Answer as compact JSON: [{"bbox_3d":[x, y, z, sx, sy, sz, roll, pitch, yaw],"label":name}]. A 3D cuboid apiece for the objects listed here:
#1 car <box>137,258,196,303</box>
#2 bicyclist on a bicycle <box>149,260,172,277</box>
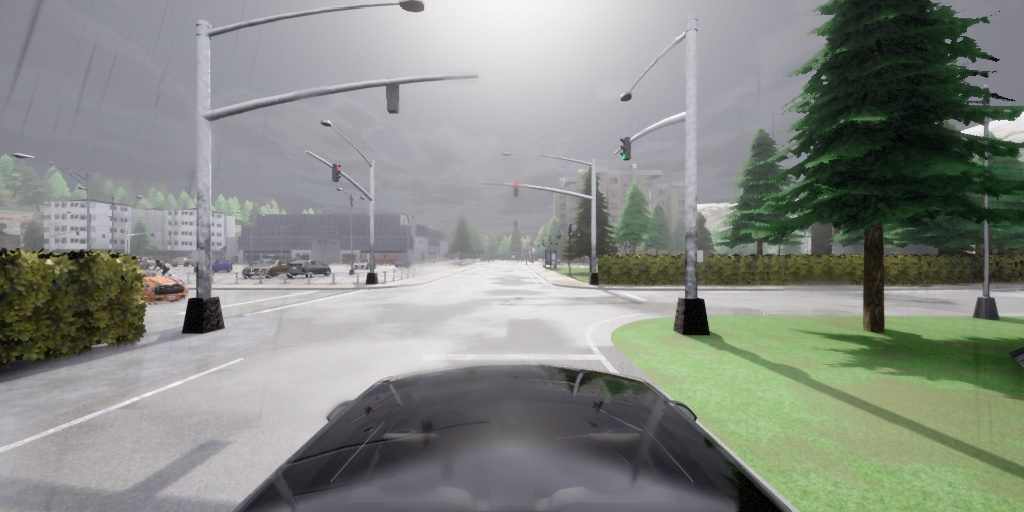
[{"bbox_3d":[-16.047,1.102,14.587,4.553,1.767,2.097,0,0,1],"label":"car"},{"bbox_3d":[-21.759,1.051,22.176,0.582,1.620,1.656,0,0,1],"label":"bicyclist on a bicycle"}]
